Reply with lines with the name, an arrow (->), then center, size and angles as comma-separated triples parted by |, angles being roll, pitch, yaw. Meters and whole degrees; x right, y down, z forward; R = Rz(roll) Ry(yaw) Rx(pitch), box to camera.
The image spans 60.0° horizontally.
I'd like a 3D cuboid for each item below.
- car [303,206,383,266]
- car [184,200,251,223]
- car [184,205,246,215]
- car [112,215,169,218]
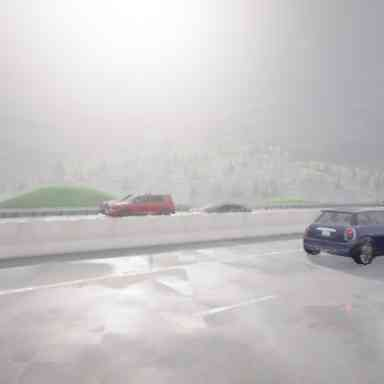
car -> 6.088, 1.341, 11.728 | 4.553, 1.767, 2.097 | 0, 0, -32
car -> 2.056, 1.436, 25.842 | 5.008, 1.535, 1.882 | 0, 0, -30
car -> 1.712, 1.470, 21.585 | 4.892, 1.490, 1.837 | 0, 0, -31
car -> -3.976, 1.170, 26.335 | 5.566, 2.045, 2.150 | 0, 0, -32
